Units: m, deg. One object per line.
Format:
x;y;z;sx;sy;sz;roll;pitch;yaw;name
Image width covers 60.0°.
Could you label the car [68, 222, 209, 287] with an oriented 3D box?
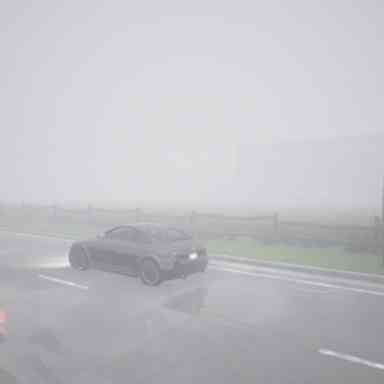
-1.599;1.562;9.419;4.181;1.385;1.994;0;0;35;car
